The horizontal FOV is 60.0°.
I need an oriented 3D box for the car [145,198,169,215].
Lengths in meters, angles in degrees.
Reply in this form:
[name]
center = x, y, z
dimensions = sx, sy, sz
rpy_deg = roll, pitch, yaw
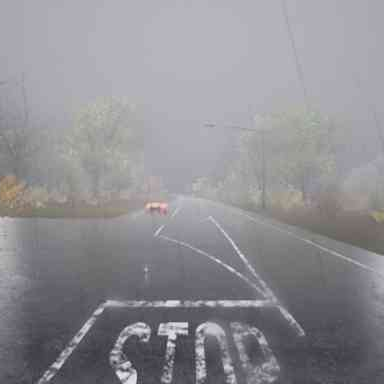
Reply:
[car]
center = -3.587, 1.394, 34.606
dimensions = 2.097, 1.767, 4.553
rpy_deg = 0, 0, 0
